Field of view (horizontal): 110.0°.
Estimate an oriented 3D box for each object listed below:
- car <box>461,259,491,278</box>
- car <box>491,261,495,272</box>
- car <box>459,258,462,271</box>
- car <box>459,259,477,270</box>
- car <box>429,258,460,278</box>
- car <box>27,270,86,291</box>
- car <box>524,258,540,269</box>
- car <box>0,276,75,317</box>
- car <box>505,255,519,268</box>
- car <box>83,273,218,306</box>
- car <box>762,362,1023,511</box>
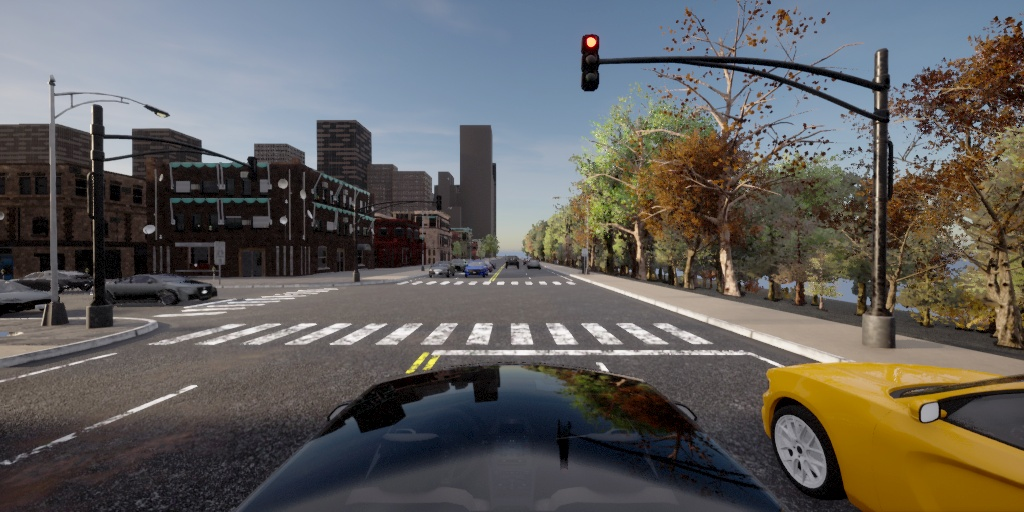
[{"bbox_3d":[-3.376,1.217,34.733,1.882,1.535,5.008,0,0,0],"label":"car"},{"bbox_3d":[-3.382,1.261,44.130,1.812,1.442,4.674,0,0,0],"label":"car"},{"bbox_3d":[-6.635,1.087,44.216,2.097,1.767,4.553,0,0,0],"label":"car"},{"bbox_3d":[-6.634,1.222,54.585,2.128,1.511,4.902,0,0,0],"label":"car"},{"bbox_3d":[-6.625,1.231,34.342,2.128,1.511,4.902,0,0,0],"label":"car"},{"bbox_3d":[-28.302,1.559,22.040,4.403,1.370,2.007,0,0,0],"label":"car"},{"bbox_3d":[3.292,1.294,55.517,1.994,1.385,4.181,0,0,0],"label":"car"},{"bbox_3d":[-19.959,1.565,13.537,4.313,1.339,1.948,0,0,0],"label":"car"},{"bbox_3d":[0.042,0.939,59.729,2.150,2.045,5.566,0,-1,0],"label":"car"},{"bbox_3d":[-16.080,1.490,16.344,4.181,1.385,1.994,-1,1,-2],"label":"car"},{"bbox_3d":[3.351,1.228,1.432,1.882,1.535,5.008,0,0,0],"label":"car"}]
